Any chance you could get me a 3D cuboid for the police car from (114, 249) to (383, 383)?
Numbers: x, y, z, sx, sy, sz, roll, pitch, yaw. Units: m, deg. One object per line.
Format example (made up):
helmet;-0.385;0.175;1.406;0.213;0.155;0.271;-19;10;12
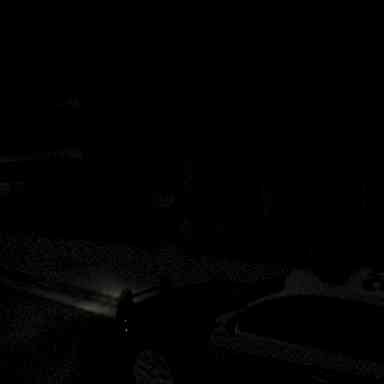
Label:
police car;1.348;1.456;3.359;5.238;1.638;1.930;0;0;35
